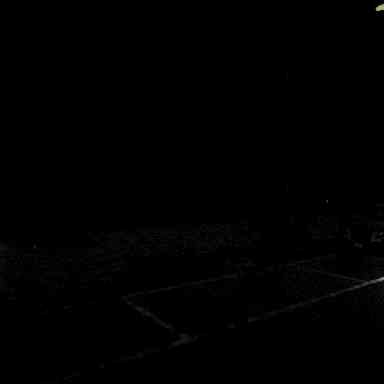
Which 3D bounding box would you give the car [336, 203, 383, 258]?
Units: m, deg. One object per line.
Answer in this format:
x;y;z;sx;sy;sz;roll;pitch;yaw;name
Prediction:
7.142;1.317;11.616;5.009;1.841;2.192;0;0;-35;car
